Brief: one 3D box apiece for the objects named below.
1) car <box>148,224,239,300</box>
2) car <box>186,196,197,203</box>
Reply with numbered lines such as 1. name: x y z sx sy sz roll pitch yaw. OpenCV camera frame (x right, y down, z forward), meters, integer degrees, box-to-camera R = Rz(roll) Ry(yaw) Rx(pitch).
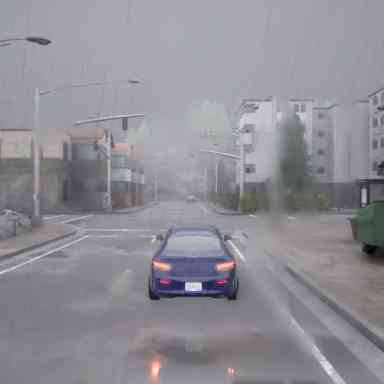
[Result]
1. car: 0.040 1.526 8.248 1.812 1.442 4.674 0 0 0
2. car: -0.141 1.526 66.890 1.812 1.442 4.674 0 0 0
